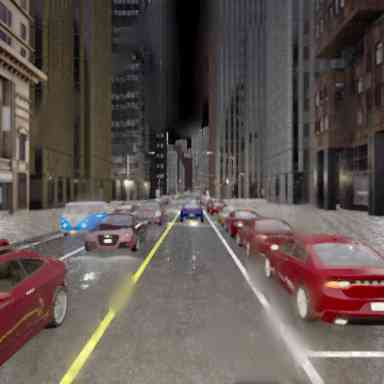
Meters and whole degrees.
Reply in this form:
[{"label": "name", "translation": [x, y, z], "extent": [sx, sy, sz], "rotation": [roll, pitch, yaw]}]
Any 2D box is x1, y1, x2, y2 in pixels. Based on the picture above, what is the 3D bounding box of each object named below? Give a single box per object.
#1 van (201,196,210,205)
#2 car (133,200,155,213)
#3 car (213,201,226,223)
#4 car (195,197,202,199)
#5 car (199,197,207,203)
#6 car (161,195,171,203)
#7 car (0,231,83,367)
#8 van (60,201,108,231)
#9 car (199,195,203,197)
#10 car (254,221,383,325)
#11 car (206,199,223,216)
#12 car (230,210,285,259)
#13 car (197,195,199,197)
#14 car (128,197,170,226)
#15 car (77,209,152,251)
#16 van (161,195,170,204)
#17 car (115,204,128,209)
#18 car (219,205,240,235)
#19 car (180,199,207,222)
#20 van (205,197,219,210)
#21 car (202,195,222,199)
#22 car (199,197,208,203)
[{"label": "van", "translation": [2.760, 1.647, 67.950], "extent": [1.690, 1.788, 3.998], "rotation": [0, 0, 0]}, {"label": "car", "translation": [-5.775, 1.731, 40.338], "extent": [2.008, 1.369, 4.403], "rotation": [0, 0, 0]}, {"label": "car", "translation": [2.772, 1.631, 23.917], "extent": [1.752, 1.417, 4.829], "rotation": [0, 0, 0]}, {"label": "car", "translation": [0.055, 1.757, 43.040], "extent": [1.994, 1.385, 4.181], "rotation": [0, 0, 0]}, {"label": "car", "translation": [2.756, 1.930, 84.526], "extent": [1.887, 1.381, 4.507], "rotation": [0, 0, 0]}, {"label": "car", "translation": [-5.772, 1.621, 67.963], "extent": [2.192, 1.841, 5.009], "rotation": [0, 0, 0]}, {"label": "car", "translation": [-3.095, 1.545, 4.316], "extent": [1.812, 1.442, 4.674], "rotation": [0, 0, 0]}, {"label": "van", "translation": [-5.778, 1.422, 18.239], "extent": [1.690, 1.788, 3.998], "rotation": [0, 0, 0]}, {"label": "car", "translation": [2.762, 1.721, 62.426], "extent": [1.967, 1.590, 4.097], "rotation": [0, 0, 0]}, {"label": "car", "translation": [2.776, 1.576, 7.171], "extent": [1.887, 1.381, 4.507], "rotation": [0, 0, 0]}, {"label": "car", "translation": [2.769, 1.700, 34.798], "extent": [1.887, 1.381, 4.507], "rotation": [0, 0, 0]}, {"label": "car", "translation": [2.775, 1.600, 12.696], "extent": [1.887, 1.381, 4.507], "rotation": [0, 0, 0]}, {"label": "car", "translation": [2.758, 1.646, 73.476], "extent": [2.192, 1.841, 5.009], "rotation": [0, 0, 0]}, {"label": "car", "translation": [-3.055, 1.461, 24.470], "extent": [2.097, 1.767, 4.553], "rotation": [0, 0, 1]}, {"label": "car", "translation": [-3.094, 1.627, 14.236], "extent": [1.994, 1.385, 4.181], "rotation": [0, 0, 0]}, {"label": "van", "translation": [-5.771, 1.673, 73.488], "extent": [1.690, 1.788, 3.998], "rotation": [0, 0, 0]}, {"label": "car", "translation": [-5.776, 1.712, 29.288], "extent": [1.802, 1.307, 4.206], "rotation": [0, 0, 0]}, {"label": "car", "translation": [2.773, 1.625, 18.222], "extent": [1.887, 1.381, 4.507], "rotation": [0, 0, 0]}, {"label": "car", "translation": [0.009, 1.601, 27.717], "extent": [1.882, 1.535, 5.008], "rotation": [0, 0, 0]}, {"label": "van", "translation": [2.765, 1.546, 45.849], "extent": [1.690, 1.788, 3.998], "rotation": [0, 0, 0]}, {"label": "car", "translation": [2.767, 1.495, 40.324], "extent": [2.192, 1.841, 5.009], "rotation": [0, 0, 0]}, {"label": "car", "translation": [2.758, 1.908, 79.001], "extent": [2.008, 1.369, 4.403], "rotation": [0, 0, 0]}]
